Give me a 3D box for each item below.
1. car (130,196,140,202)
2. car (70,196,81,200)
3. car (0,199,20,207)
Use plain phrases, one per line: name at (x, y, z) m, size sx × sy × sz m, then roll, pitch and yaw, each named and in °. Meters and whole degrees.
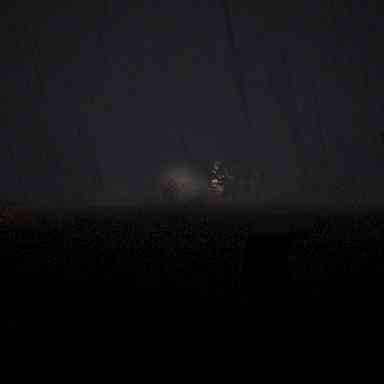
car at (-13.024, 1.690, 81.051) m, size 2.128 × 1.511 × 4.902 m, roll 0°, pitch 0°, yaw 34°
car at (-22.920, 1.619, 66.274) m, size 1.837 × 1.490 × 4.892 m, roll 0°, pitch 0°, yaw 34°
car at (-27.346, 1.624, 47.071) m, size 2.033 × 1.411 × 5.357 m, roll 0°, pitch 0°, yaw 34°
